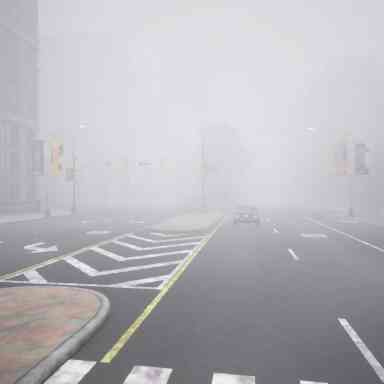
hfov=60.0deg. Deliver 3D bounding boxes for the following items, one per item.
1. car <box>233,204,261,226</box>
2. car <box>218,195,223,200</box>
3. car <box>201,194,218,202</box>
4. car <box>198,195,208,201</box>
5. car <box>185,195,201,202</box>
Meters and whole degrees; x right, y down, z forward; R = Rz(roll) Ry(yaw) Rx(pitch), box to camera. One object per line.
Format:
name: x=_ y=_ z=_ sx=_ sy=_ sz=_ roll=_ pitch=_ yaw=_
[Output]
car: x=3.811 y=1.547 z=23.210 sx=2.033 sy=1.411 sz=5.357 roll=0 pitch=0 yaw=10
car: x=6.431 y=1.553 z=88.551 sx=1.994 sy=1.385 sz=4.181 roll=0 pitch=0 yaw=9
car: x=3.951 y=1.525 z=73.554 sx=2.128 sy=1.511 sz=4.902 roll=0 pitch=0 yaw=9
car: x=2.971 y=1.595 z=89.077 sx=1.895 sy=1.301 sz=4.718 roll=0 pitch=0 yaw=9
car: x=0.500 y=1.355 z=74.135 sx=2.097 sy=1.767 sz=4.553 roll=0 pitch=0 yaw=9
